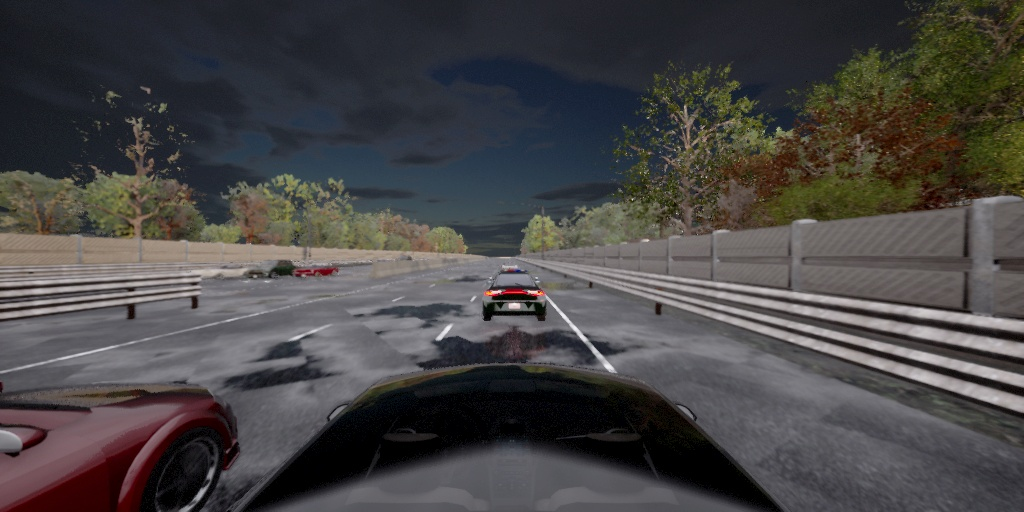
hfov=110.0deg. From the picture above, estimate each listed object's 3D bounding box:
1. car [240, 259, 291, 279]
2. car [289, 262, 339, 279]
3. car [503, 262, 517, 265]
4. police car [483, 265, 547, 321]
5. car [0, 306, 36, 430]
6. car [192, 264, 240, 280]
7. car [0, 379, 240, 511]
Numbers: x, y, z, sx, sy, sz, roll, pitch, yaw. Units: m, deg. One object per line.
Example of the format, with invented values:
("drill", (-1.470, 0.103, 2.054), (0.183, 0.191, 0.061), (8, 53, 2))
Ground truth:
("car", (-21.295, 1.110, 31.935), (2.097, 1.767, 4.553), (0, 0, -1))
("car", (-17.810, 1.359, 32.813), (1.895, 1.301, 4.718), (0, 0, -1))
("car", (-0.266, 1.360, 44.462), (1.895, 1.301, 4.718), (0, 0, -1))
("police car", (0.065, 1.257, 12.700), (2.038, 1.542, 4.974), (0, 0, 0))
("car", (-6.906, 1.315, 2.361), (1.994, 1.385, 4.181), (0, 0, 0))
("car", (-24.784, 1.359, 30.836), (1.895, 1.301, 4.718), (0, 0, -1))
("car", (-3.405, 1.315, 1.442), (1.994, 1.385, 4.181), (0, 0, 0))
